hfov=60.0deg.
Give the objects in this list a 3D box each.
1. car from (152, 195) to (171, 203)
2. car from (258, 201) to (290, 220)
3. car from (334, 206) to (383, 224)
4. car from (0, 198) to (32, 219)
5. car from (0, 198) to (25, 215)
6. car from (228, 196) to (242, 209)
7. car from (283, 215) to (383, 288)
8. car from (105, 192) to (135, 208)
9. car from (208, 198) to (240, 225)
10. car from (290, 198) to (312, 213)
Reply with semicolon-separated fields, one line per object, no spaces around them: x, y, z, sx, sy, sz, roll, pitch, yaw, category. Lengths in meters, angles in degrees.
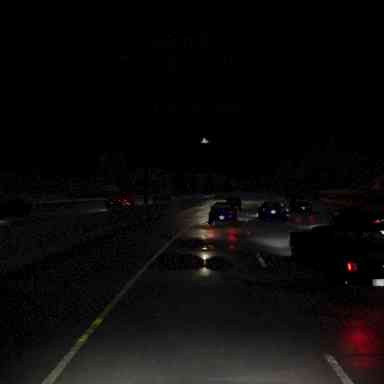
-4.430;1.212;48.469;2.128;1.511;4.902;0;0;10;car
6.261;1.428;26.284;1.994;1.385;4.181;0;0;9;car
8.289;1.429;16.276;1.837;1.490;4.892;0;0;7;car
-15.148;1.299;26.883;1.882;1.535;5.008;0;0;9;car
-17.985;1.356;31.223;1.994;1.385;4.181;0;0;10;car
5.105;1.286;40.759;1.837;1.490;4.892;0;0;9;car
4.023;1.557;9.043;1.895;1.301;4.718;0;0;4;car
-9.047;0.970;42.138;2.150;2.045;5.566;0;0;10;car
2.188;1.401;23.021;1.812;1.442;4.674;0;0;8;car
11.119;1.355;34.278;1.812;1.442;4.674;0;0;9;car
